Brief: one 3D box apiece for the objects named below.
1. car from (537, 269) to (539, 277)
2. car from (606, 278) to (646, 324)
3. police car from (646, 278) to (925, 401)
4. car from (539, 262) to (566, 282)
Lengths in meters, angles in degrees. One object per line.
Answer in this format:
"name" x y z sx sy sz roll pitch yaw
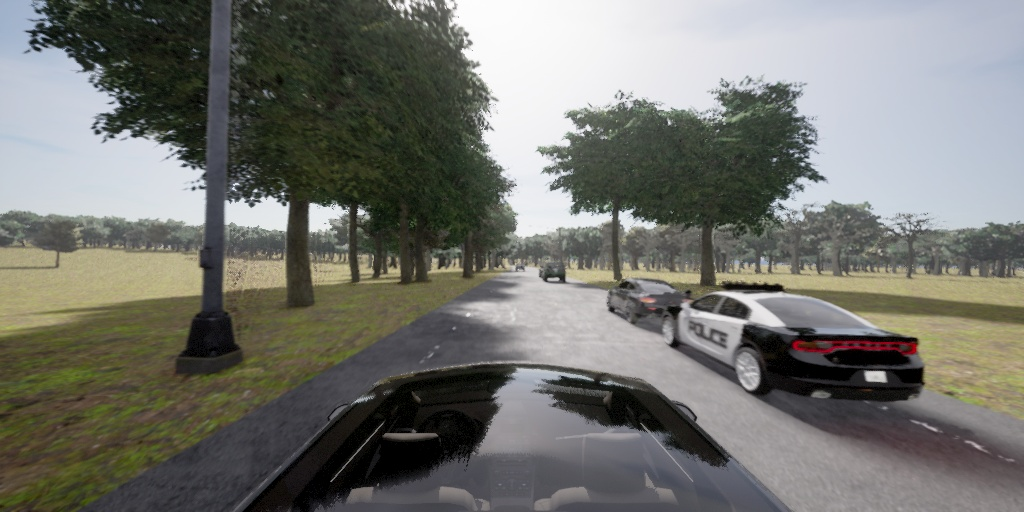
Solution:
"car" 4.577 2.163 48.594 1.837 1.490 4.892 1 -1 1
"car" 4.749 1.517 12.952 1.812 1.442 4.674 1 -1 1
"police car" 4.606 1.334 7.064 1.930 1.638 5.238 1 -1 1
"car" 4.361 1.643 37.715 2.150 2.045 5.566 1 -2 1
